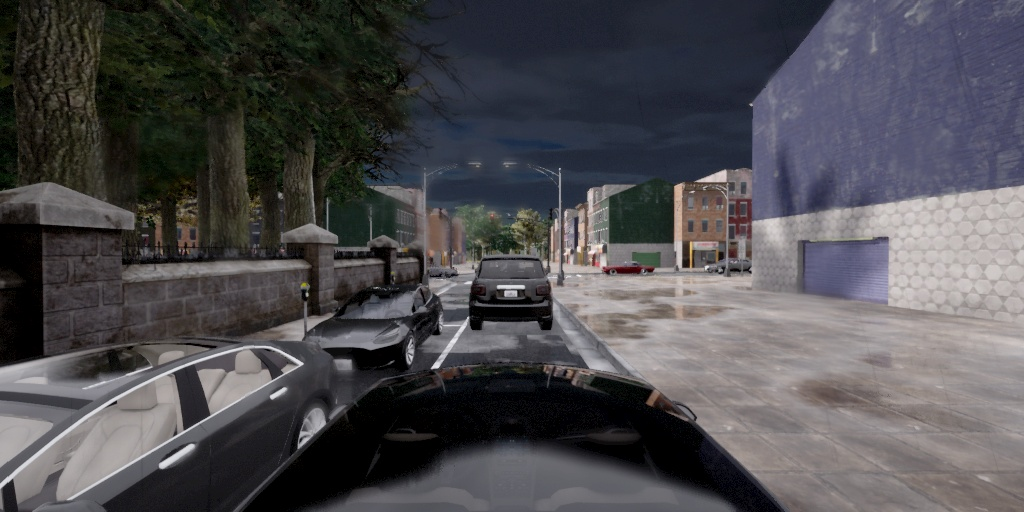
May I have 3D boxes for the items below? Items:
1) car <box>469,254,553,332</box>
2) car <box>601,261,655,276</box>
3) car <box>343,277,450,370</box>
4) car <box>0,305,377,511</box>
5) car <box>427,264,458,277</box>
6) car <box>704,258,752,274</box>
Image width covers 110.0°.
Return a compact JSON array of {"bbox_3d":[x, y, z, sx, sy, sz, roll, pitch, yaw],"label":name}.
[{"bbox_3d":[-0.012,0.973,11.047,2.150,2.045,5.566,0,0,0],"label":"car"},{"bbox_3d":[10.989,1.186,34.310,4.718,1.301,1.895,-1,1,0],"label":"car"},{"bbox_3d":[-2.635,1.316,7.736,1.948,1.339,4.313,0,0,0],"label":"car"},{"bbox_3d":[-2.641,1.300,2.047,2.007,1.370,4.403,0,0,0],"label":"car"},{"bbox_3d":[-7.489,1.424,31.870,5.357,1.411,2.033,-1,1,-8],"label":"car"},{"bbox_3d":[21.027,0.942,34.296,4.902,1.511,2.128,-1,1,0],"label":"car"}]
